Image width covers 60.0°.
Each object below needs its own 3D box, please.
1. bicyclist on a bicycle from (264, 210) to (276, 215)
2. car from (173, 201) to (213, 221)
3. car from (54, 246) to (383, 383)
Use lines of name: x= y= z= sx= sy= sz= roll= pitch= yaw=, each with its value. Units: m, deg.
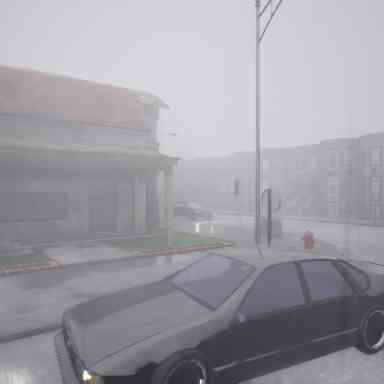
bicyclist on a bicycle: x=7.460 y=1.365 z=31.701 sx=1.656 sy=1.620 sz=0.582 roll=0 pitch=0 yaw=-36
car: x=-0.204 y=1.536 z=28.012 sx=1.812 sy=1.442 sz=4.674 roll=0 pitch=0 yaw=-36
car: x=0.969 y=1.550 z=4.777 sx=5.357 sy=1.411 sz=2.033 roll=0 pitch=0 yaw=-28
